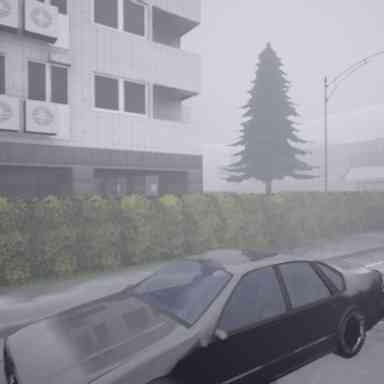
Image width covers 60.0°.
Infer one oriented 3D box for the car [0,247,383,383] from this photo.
[{"bbox_3d":[0.547,1.520,4.372,5.357,1.411,2.033,-1,0,-35],"label":"car"}]
